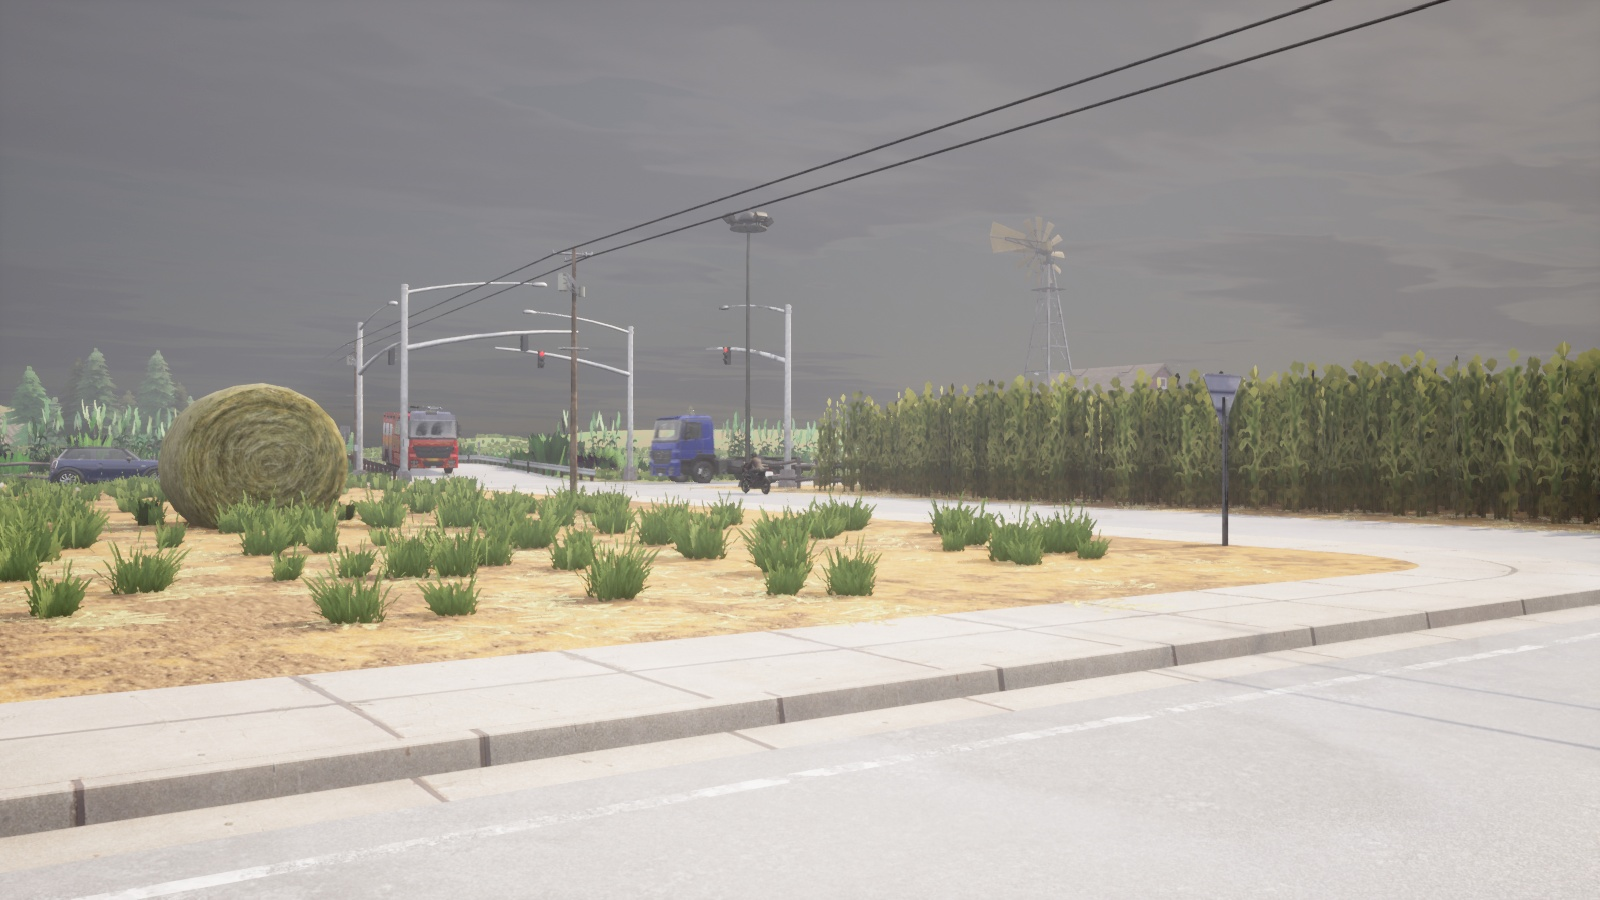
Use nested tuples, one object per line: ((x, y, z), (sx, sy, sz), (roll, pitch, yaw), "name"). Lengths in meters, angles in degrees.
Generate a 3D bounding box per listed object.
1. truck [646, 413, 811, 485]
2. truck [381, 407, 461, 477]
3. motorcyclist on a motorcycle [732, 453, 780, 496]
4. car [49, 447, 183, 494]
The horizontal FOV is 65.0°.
((-3.524, -0.048, 63.349), (7.936, 3.462, 2.891), (0, 0, -34), "truck")
((-22.412, -0.567, 73.935), (2.891, 3.827, 8.468), (0, 2, -28), "truck")
((-1.622, 0.870, 45.993), (0.797, 1.523, 2.044), (0, 0, -34), "motorcyclist on a motorcycle")
((-26.926, 0.773, 49.439), (4.553, 1.767, 2.097), (0, 0, -31), "car")
